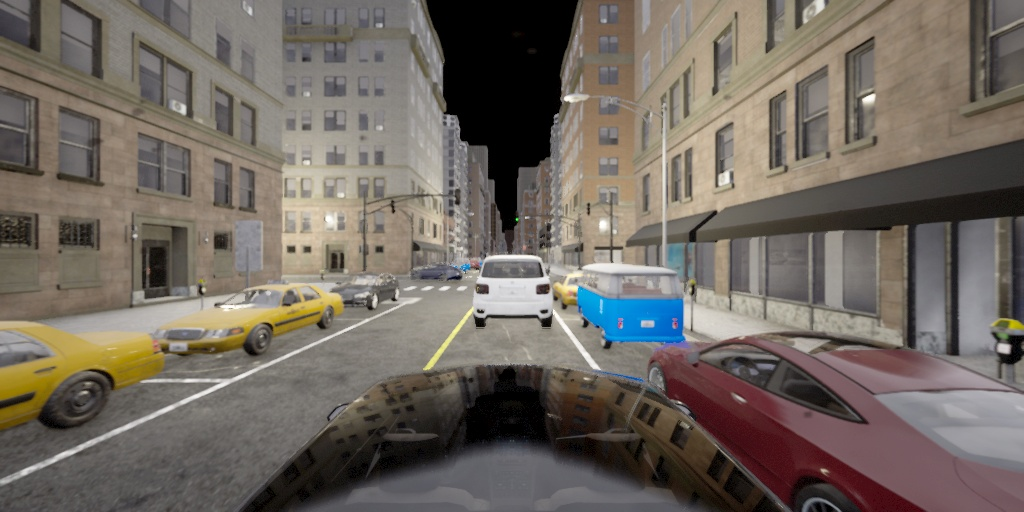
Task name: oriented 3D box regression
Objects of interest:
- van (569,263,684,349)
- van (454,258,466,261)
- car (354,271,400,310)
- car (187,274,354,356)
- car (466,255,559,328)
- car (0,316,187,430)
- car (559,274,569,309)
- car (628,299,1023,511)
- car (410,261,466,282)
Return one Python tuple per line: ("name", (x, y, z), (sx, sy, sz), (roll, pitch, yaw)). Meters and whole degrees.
("van", (2.665, 1.101, 8.899), (1.690, 1.789, 3.998), (0, 0, 0))
("van", (-5.878, 1.138, 41.741), (1.690, 1.789, 3.998), (0, 0, 0))
("car", (-5.863, 1.317, 14.545), (2.007, 1.370, 4.403), (0, 0, 0))
("car", (-5.860, 1.286, 8.708), (1.751, 1.417, 4.829), (0, 0, 0))
("car", (0.072, 0.987, 11.600), (2.150, 2.045, 5.566), (0, 0, 1))
("car", (-5.857, 1.278, 3.039), (1.751, 1.417, 4.829), (0, 0, 0))
("car", (2.662, 1.292, 14.738), (1.751, 1.417, 4.829), (0, 0, 0))
("car", (2.668, 1.334, 3.228), (1.802, 1.307, 4.207), (0, 0, 0))
("car", (-6.088, 1.344, 28.812), (4.181, 1.385, 1.994), (0, -1, 25))
